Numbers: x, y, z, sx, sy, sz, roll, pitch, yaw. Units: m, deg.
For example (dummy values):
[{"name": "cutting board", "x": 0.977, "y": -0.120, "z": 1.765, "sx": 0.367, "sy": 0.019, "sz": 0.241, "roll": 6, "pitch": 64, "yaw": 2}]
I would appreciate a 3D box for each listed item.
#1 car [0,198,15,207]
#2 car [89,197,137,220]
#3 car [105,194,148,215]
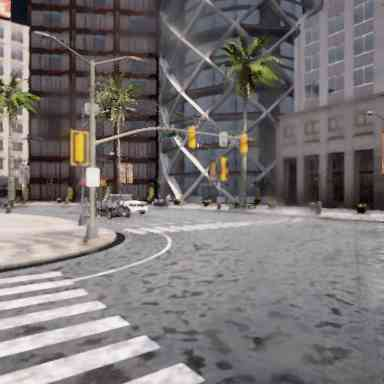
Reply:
[{"name": "car", "x": -28.940, "y": 1.553, "z": 49.855, "sx": 4.181, "sy": 1.385, "sz": 1.994, "roll": 0, "pitch": 0, "yaw": 2}, {"name": "car", "x": -7.087, "y": 1.495, "z": 28.662, "sx": 1.882, "sy": 1.535, "sz": 5.008, "roll": 0, "pitch": 0, "yaw": -41}, {"name": "car", "x": -6.836, "y": 1.245, "z": 33.638, "sx": 5.566, "sy": 2.045, "sz": 2.150, "roll": 0, "pitch": 0, "yaw": 42}]
